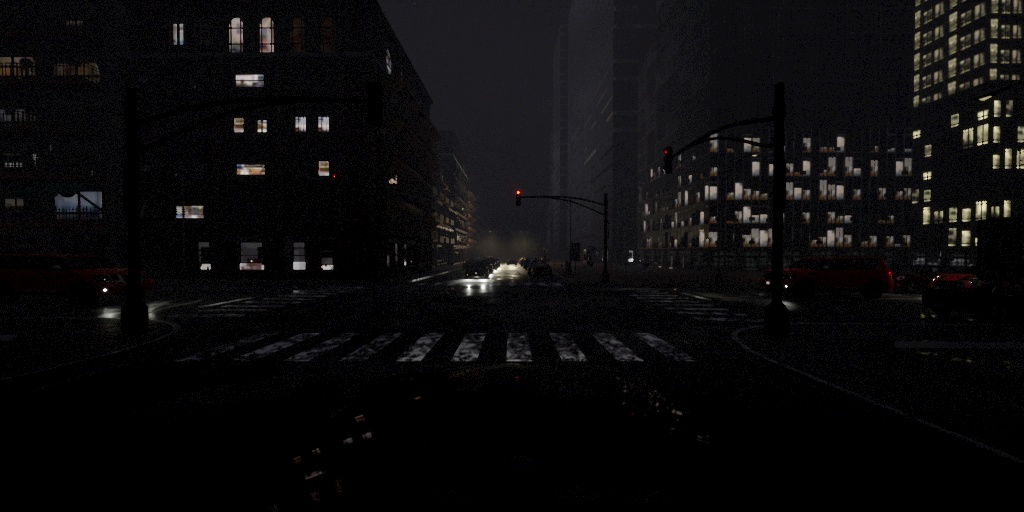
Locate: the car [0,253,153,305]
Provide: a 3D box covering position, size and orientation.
[{"bbox_3d":[-18.849,0.911,15.336,5.566,2.045,2.150,0,1,1],"label":"car"}]

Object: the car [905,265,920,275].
[{"bbox_3d":[23.361,1.230,20.723,4.097,1.591,1.967,0,0,1],"label":"car"}]

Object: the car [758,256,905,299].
[{"bbox_3d":[15.703,1.019,18.088,5.566,2.045,2.150,0,1,1],"label":"car"}]

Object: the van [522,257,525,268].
[{"bbox_3d":[2.625,1.043,49.406,1.690,1.789,3.998,0,0,0],"label":"van"}]

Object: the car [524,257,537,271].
[{"bbox_3d":[2.633,1.158,38.114,1.967,1.591,4.097,0,0,0],"label":"car"}]

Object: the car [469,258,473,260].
[{"bbox_3d":[-5.723,1.268,49.367,1.948,1.339,4.313,0,0,0],"label":"car"}]

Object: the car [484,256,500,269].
[{"bbox_3d":[-3.117,1.052,50.783,2.097,1.767,4.553,0,0,0],"label":"car"}]

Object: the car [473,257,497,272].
[{"bbox_3d":[-3.124,1.218,41.546,1.837,1.490,4.892,0,0,0],"label":"car"}]

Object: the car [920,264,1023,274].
[{"bbox_3d":[24.095,1.188,17.978,4.553,1.767,2.097,0,1,1],"label":"car"}]

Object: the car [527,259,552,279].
[{"bbox_3d":[2.636,1.271,32.468,1.888,1.381,4.507,0,0,0],"label":"car"}]

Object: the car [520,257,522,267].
[{"bbox_3d":[2.621,1.238,55.052,1.888,1.381,4.507,0,0,0],"label":"car"}]

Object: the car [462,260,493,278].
[{"bbox_3d":[-3.111,1.289,32.774,1.994,1.385,4.181,0,0,0],"label":"car"}]

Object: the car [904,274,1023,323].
[{"bbox_3d":[16.708,1.445,12.171,4.403,1.370,2.007,0,0,1],"label":"car"}]
